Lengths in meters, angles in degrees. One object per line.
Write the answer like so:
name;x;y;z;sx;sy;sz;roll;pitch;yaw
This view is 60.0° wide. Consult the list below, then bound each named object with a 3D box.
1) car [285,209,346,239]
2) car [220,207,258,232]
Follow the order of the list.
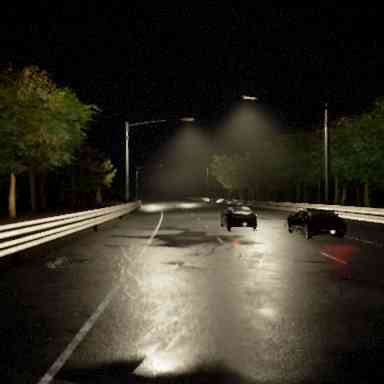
car;6.662;1.681;18.383;1.837;1.490;4.892;0;-1;-2
car;2.991;1.709;22.038;2.128;1.511;4.902;0;-1;-3
